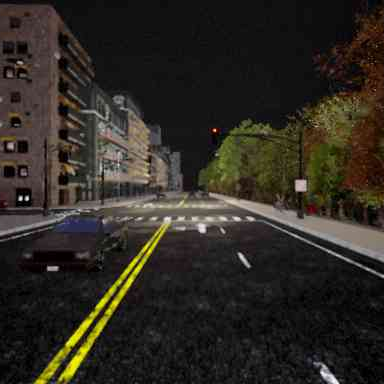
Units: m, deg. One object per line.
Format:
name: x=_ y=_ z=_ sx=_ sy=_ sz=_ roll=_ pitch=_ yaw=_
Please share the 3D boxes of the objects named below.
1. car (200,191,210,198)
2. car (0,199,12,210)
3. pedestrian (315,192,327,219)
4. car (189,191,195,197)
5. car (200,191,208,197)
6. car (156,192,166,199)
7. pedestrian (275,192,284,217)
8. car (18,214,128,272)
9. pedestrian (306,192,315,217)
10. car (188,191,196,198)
car: x=3.261 y=0.643 z=80.195 sx=2.128 sy=1.511 sz=4.902 roll=0 pitch=1 yaw=0
car: x=-22.784 y=1.421 z=37.825 sx=4.206 sy=1.307 sz=1.802 roll=-1 pitch=1 yaw=-1
pedestrian: x=8.859 y=0.883 z=22.795 sx=0.375 sy=1.860 sz=0.375 roll=0 pitch=1 yaw=0
car: x=0.013 y=0.472 z=90.614 sx=1.812 sy=1.442 sz=4.674 roll=0 pitch=1 yaw=0
car: x=3.262 y=0.473 z=90.613 sx=2.128 sy=1.511 sz=4.902 roll=0 pitch=1 yaw=0
car: x=-6.490 y=0.750 z=70.685 sx=2.128 sy=1.511 sz=4.902 roll=0 pitch=1 yaw=0
pedestrian: x=6.231 y=0.872 z=23.996 sx=0.375 sy=1.860 sz=0.375 roll=0 pitch=1 yaw=0
car: x=-3.337 y=1.427 z=10.633 sx=2.033 sy=1.411 sz=5.357 roll=0 pitch=1 yaw=0
pedestrian: x=8.424 y=0.878 z=23.395 sx=0.375 sy=1.860 sz=0.375 roll=0 pitch=1 yaw=0
car: x=0.011 y=0.643 z=80.192 sx=2.128 sy=1.511 sz=4.902 roll=0 pitch=1 yaw=0
